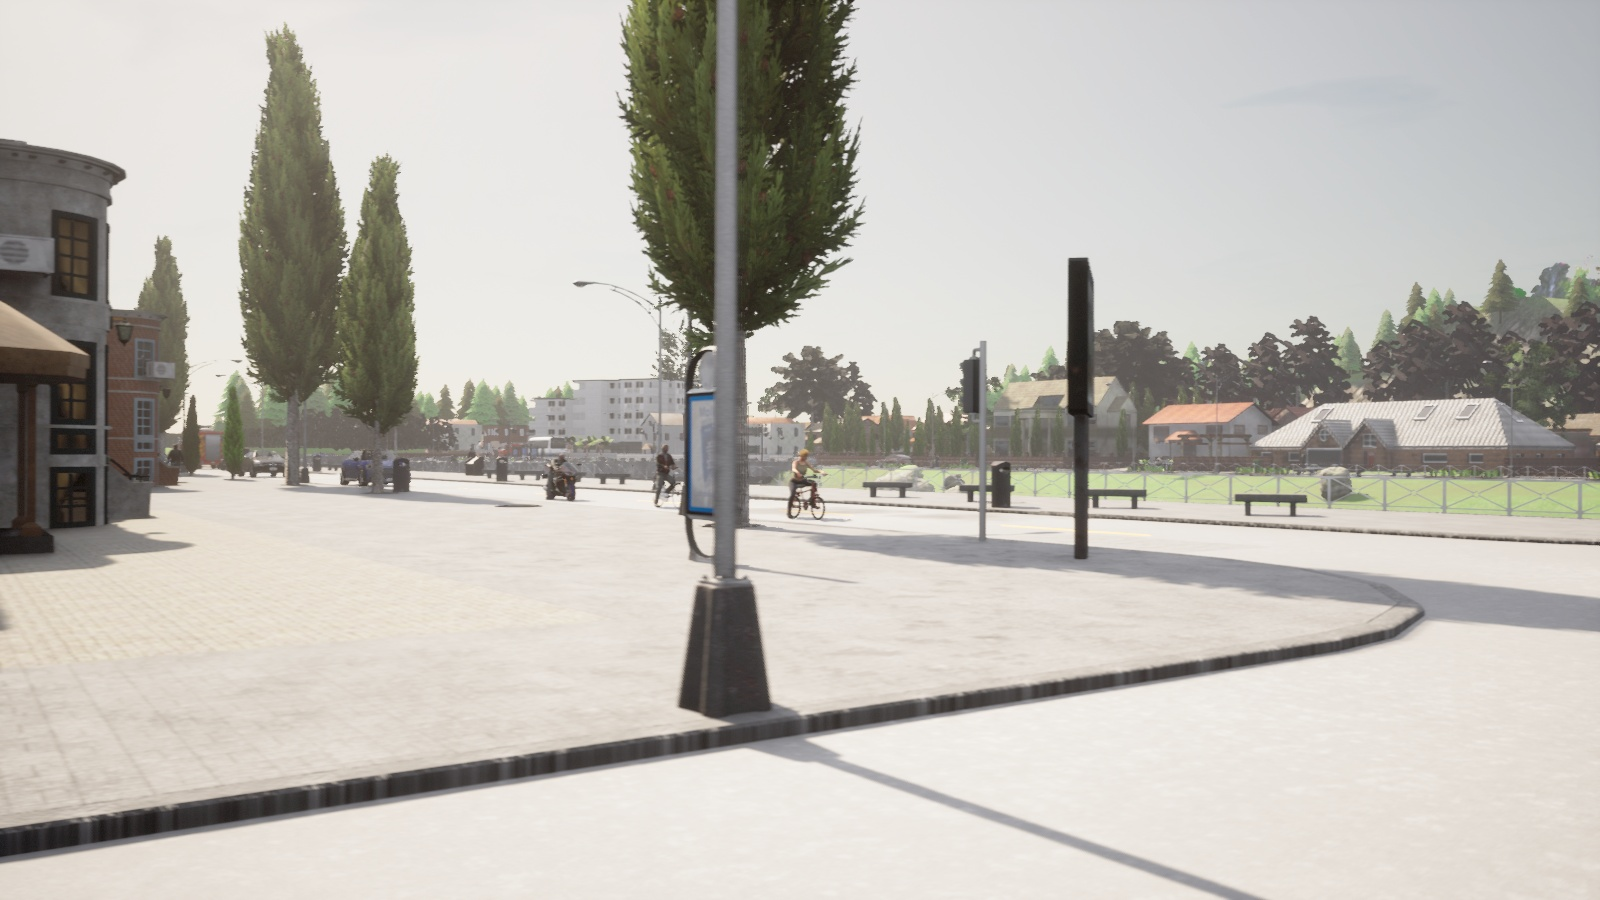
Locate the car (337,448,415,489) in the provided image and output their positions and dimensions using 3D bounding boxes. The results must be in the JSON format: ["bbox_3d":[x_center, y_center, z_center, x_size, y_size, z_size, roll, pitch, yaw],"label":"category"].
[{"bbox_3d":[-19.037,0.807,56.282,2.097,1.767,4.553,0,0,-35],"label":"car"}]

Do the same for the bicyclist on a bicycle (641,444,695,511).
[{"bbox_3d":[-3.602,0.732,34.141,0.659,1.776,1.843,0,0,-35],"label":"bicyclist on a bicycle"}]

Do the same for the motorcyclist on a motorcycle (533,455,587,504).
[{"bbox_3d":[-7.654,0.919,39.953,0.866,1.530,2.191,0,0,-35],"label":"motorcyclist on a motorcycle"}]

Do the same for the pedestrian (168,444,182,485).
[{"bbox_3d":[-28.687,0.673,57.626,0.563,1.883,0.849,0,0,-28],"label":"pedestrian"}]

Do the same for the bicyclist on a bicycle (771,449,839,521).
[{"bbox_3d":[0.107,0.777,28.819,0.866,1.612,1.509,0,0,-35],"label":"bicyclist on a bicycle"}]

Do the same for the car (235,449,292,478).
[{"bbox_3d":[-32.050,0.800,74.951,2.152,1.651,5.027,0,0,-35],"label":"car"}]
